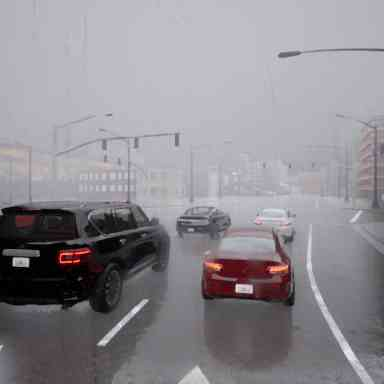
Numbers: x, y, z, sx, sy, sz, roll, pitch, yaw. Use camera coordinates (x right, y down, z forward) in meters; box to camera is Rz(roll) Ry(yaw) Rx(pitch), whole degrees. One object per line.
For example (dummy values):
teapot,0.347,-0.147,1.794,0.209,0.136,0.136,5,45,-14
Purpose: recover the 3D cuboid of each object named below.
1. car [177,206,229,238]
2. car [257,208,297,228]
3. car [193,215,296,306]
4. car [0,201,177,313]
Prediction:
car,0.738,1.491,17.219,2.128,1.511,4.902,0,0,19
car,4.146,1.525,16.496,1.812,1.442,4.674,0,0,19
car,1.428,1.526,8.056,1.812,1.442,4.674,0,0,13
car,-2.184,1.221,7.963,2.150,2.045,5.566,0,0,12
